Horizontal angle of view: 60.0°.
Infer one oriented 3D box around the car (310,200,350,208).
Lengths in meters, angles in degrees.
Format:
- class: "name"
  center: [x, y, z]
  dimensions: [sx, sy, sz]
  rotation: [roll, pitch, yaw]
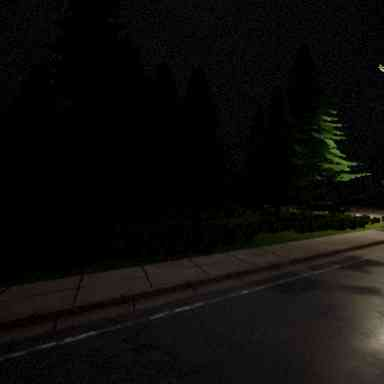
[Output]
- class: "car"
  center: [13.675, 1.561, 34.862]
  dimensions: [2.033, 1.411, 5.357]
  rotation: [0, 0, -38]
